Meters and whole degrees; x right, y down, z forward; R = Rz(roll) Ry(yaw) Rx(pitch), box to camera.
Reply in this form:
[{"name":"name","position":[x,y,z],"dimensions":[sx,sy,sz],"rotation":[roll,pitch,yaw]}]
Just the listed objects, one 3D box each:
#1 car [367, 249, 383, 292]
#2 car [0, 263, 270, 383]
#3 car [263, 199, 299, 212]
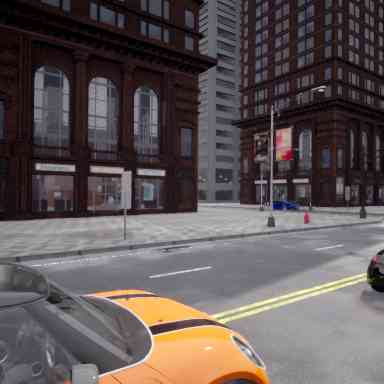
[{"name":"car","position":[5.916,1.576,7.681],"dimensions":[4.181,1.385,1.994],"rotation":[0,0,-35]},{"name":"car","position":[-1.512,1.352,2.360],"dimensions":[4.553,1.767,2.097],"rotation":[0,0,-36]},{"name":"car","position":[11.584,1.721,43.461],"dimensions":[1.882,1.535,5.008],"rotation":[1,-1,-35]}]
